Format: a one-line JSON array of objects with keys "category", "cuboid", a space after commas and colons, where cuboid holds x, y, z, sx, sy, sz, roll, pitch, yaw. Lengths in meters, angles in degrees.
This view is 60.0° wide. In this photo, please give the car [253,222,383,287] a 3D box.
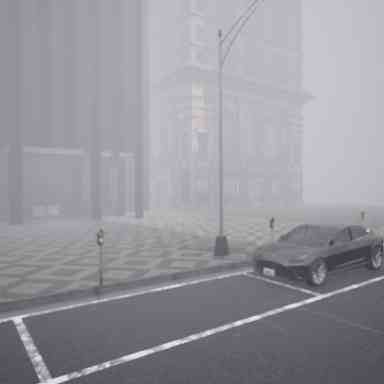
[{"category": "car", "cuboid": [3.618, 1.528, 9.206, 4.313, 1.339, 1.947, 0, 0, -35]}]
